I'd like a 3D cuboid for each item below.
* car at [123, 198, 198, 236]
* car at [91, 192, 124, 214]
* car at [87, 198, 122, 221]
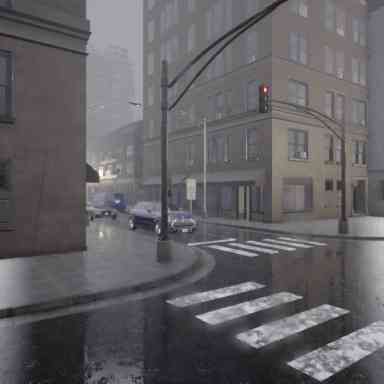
[{"bbox_3d":[-1.640,1.269,17.967,2.097,1.767,4.553,0,0,-36],"label":"car"},{"bbox_3d":[-8.390,1.057,32.467,2.150,2.045,5.566,0,0,-36],"label":"car"},{"bbox_3d":[-7.436,1.428,26.073,1.994,1.385,4.181,0,0,-35],"label":"car"}]
